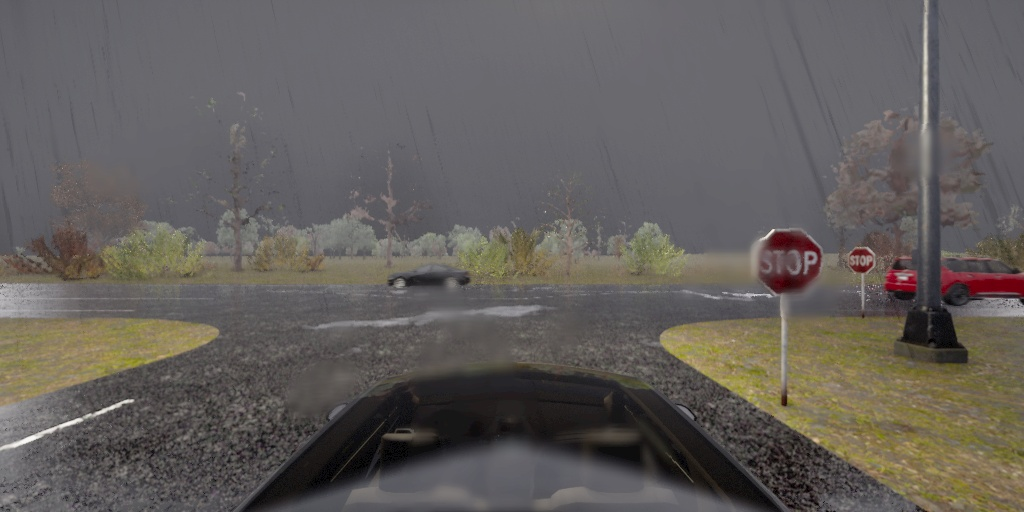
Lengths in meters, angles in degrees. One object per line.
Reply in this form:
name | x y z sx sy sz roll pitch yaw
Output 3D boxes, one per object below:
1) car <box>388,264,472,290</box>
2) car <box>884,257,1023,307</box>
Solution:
car | -4.954 1.227 21.847 5.008 1.535 1.882 0 0 -2
car | 19.560 1.054 15.555 5.566 2.045 2.150 0 0 -2
